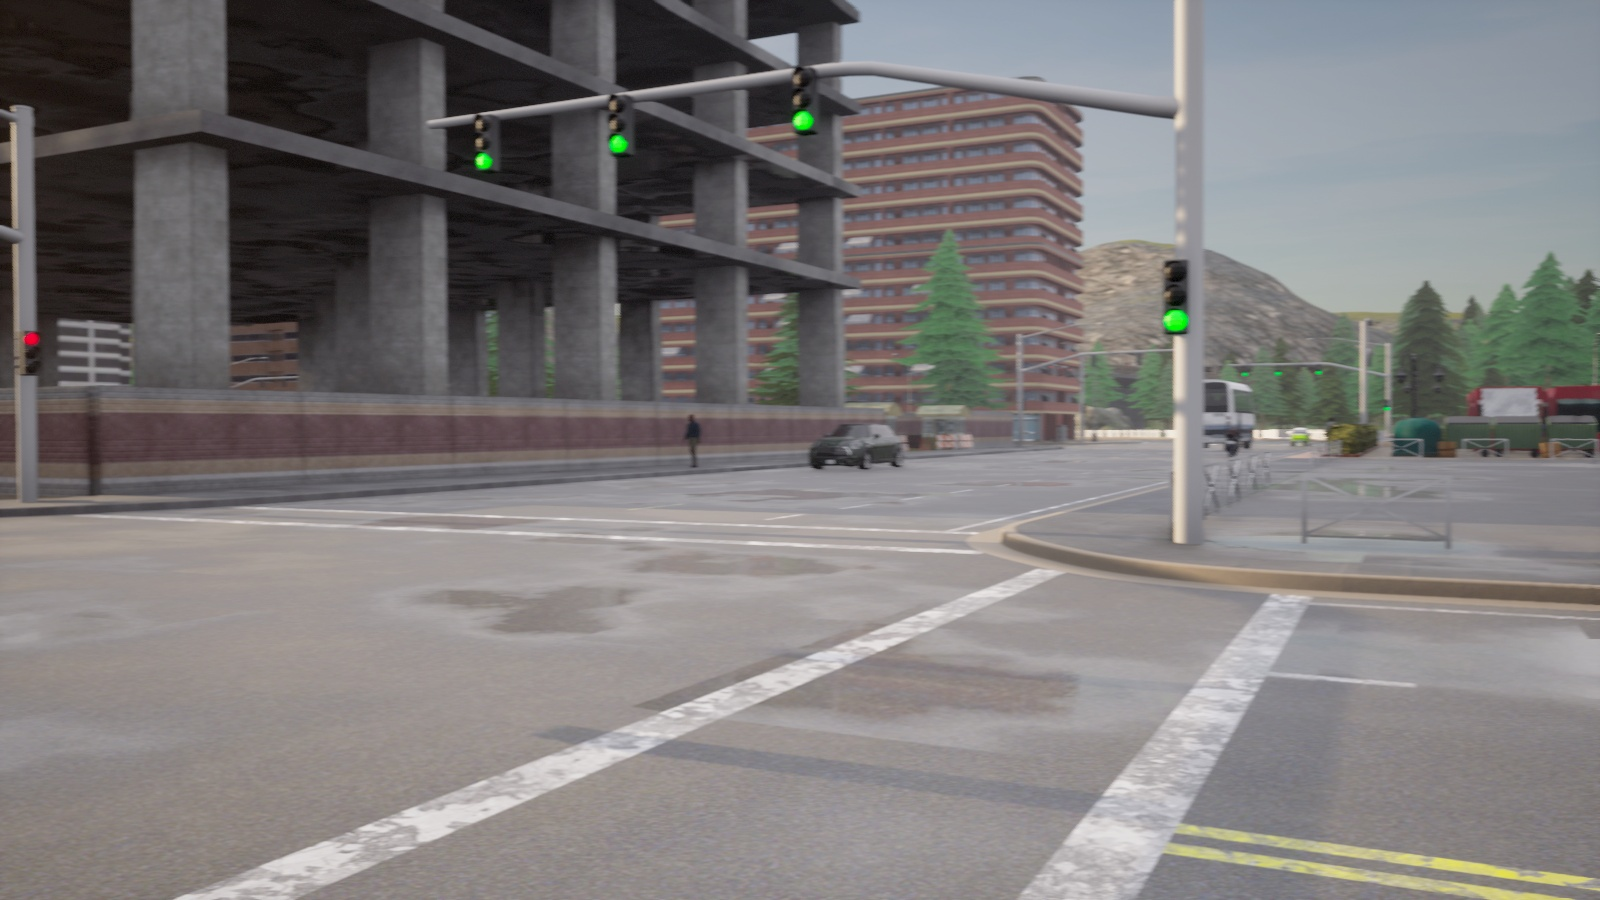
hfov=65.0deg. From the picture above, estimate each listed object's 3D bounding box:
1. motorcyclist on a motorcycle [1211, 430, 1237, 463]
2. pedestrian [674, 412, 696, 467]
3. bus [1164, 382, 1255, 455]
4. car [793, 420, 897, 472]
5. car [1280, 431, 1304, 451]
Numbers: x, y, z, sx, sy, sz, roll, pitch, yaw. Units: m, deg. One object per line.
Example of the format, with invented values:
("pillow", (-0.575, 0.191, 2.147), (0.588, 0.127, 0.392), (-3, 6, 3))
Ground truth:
("motorcyclist on a motorcycle", (20.043, -0.189, 59.298), (0.866, 1.530, 2.191), (1, 1, 26))
("pedestrian", (-3.872, -0.345, 42.279), (0.370, 1.835, 0.726), (1, 1, 37))
("bus", (25.983, -1.933, 79.337), (3.944, 4.253, 10.273), (0, 1, 27))
("car", (1.706, -0.182, 45.641), (2.097, 1.767, 4.553), (1, 1, 26))
("car", (36.284, -0.668, 92.610), (1.481, 1.376, 2.207), (1, 1, 26))
